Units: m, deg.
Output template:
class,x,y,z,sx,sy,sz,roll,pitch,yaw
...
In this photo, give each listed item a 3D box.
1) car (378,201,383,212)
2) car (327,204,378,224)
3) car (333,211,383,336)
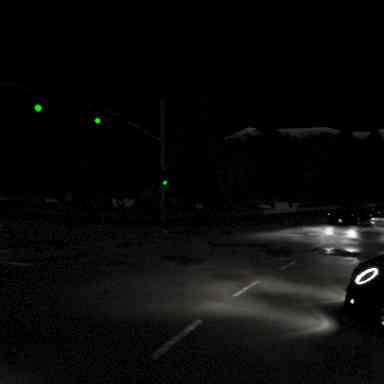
class,x,y,z,sx,sy,sz,roll,pitch,yaw
car,17.766,1.505,30.023,4.674,1.442,1.812,0,0,-42
car,11.310,1.583,23.650,1.895,1.301,4.718,0,0,43
car,4.777,1.351,4.882,4.553,1.767,2.097,0,0,36
